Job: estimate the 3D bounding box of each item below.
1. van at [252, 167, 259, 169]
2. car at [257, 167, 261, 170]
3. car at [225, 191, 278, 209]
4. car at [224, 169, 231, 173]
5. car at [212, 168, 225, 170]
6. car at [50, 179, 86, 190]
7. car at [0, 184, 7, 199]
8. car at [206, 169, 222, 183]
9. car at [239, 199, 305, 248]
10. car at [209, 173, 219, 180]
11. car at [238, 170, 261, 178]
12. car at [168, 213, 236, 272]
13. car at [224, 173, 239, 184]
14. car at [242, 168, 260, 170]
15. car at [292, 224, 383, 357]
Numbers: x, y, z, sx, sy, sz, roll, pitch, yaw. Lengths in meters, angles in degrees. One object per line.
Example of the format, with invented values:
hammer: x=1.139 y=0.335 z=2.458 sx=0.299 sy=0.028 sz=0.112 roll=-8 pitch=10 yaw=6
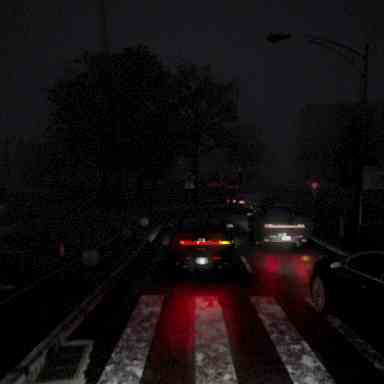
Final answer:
van: x=14.552 y=-4.821 z=86.909 sx=4.442 sy=1.987 sz=1.878 roll=1 pitch=6 yaw=10
car: x=15.171 y=-5.106 z=89.572 sx=5.566 sy=2.045 sz=2.435 roll=1 pitch=6 yaw=10
car: x=4.906 y=0.607 z=26.660 sx=2.033 sy=1.411 sz=5.357 roll=4 pitch=6 yaw=44
car: x=9.198 y=-4.254 z=83.566 sx=1.882 sy=1.535 sz=5.008 roll=1 pitch=6 yaw=10
car: x=6.749 y=-4.698 z=86.926 sx=2.097 sy=1.767 sz=4.553 roll=1 pitch=6 yaw=10
car: x=-18.197 y=-1.109 z=48.818 sx=5.008 sy=1.535 sz=1.882 roll=-1 pitch=5 yaw=-11
car: x=-19.778 y=-0.022 z=32.410 sx=2.097 sy=1.767 sz=4.553 roll=-1 pitch=4 yaw=-15
car: x=4.394 y=-2.951 z=67.174 sx=2.150 sy=2.045 sz=5.566 roll=0 pitch=5 yaw=1
car: x=3.441 y=1.343 z=14.161 sx=2.128 sy=1.511 sz=4.902 roll=0 pitch=2 yaw=3
car: x=5.180 y=-3.643 z=77.497 sx=1.837 sy=1.490 sz=4.892 roll=1 pitch=6 yaw=9
car: x=13.695 y=-4.069 z=81.510 sx=4.892 sy=1.521 sz=2.231 roll=1 pitch=6 yaw=10
car: x=0.295 y=1.442 z=10.610 sx=1.837 sy=1.490 sz=4.892 roll=0 pitch=0 yaw=1
car: x=7.475 y=-2.255 z=63.040 sx=1.812 sy=1.442 sz=4.674 roll=0 pitch=6 yaw=0
car: x=14.214 y=-4.456 z=84.191 sx=4.553 sy=1.767 sz=2.185 roll=1 pitch=6 yaw=10
car: x=3.194 y=1.479 z=4.568 sx=2.128 sy=1.511 sz=4.902 roll=0 pitch=0 yaw=1
